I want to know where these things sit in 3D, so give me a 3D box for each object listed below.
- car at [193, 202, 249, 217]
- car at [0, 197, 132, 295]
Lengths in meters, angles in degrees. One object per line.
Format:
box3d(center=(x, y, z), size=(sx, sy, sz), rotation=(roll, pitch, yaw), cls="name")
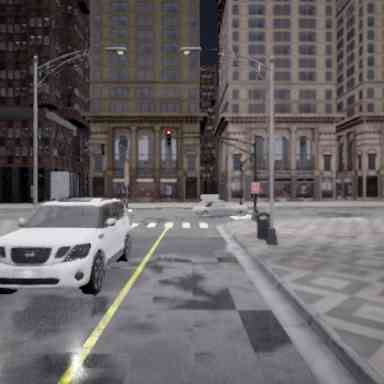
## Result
box3d(center=(2.451, 1.483, 28.507), size=(4.718, 1.301, 1.895), rotation=(0, 0, -1), cls="car")
box3d(center=(-3.086, 1.192, 9.013), size=(2.150, 2.045, 5.566), rotation=(0, 0, 0), cls="car")
